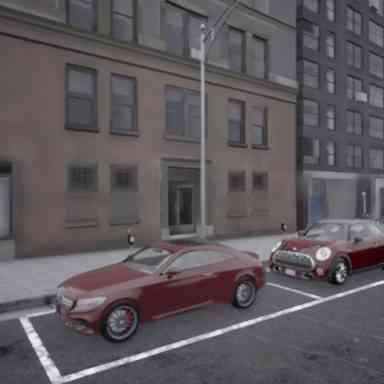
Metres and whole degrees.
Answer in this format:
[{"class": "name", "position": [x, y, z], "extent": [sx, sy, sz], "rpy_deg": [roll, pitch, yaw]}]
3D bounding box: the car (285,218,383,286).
[{"class": "car", "position": [4.116, 1.525, 9.596], "extent": [4.097, 1.590, 1.967], "rpy_deg": [1, -1, -35]}]

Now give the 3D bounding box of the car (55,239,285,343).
[{"class": "car", "position": [-0.366, 1.613, 6.398], "extent": [4.206, 1.307, 1.802], "rpy_deg": [1, -1, -35]}]
